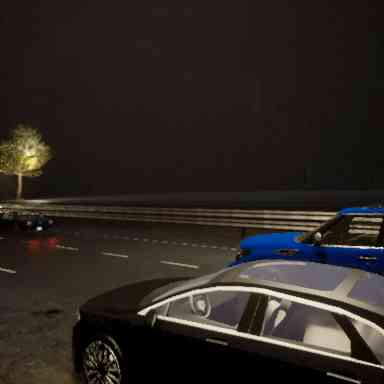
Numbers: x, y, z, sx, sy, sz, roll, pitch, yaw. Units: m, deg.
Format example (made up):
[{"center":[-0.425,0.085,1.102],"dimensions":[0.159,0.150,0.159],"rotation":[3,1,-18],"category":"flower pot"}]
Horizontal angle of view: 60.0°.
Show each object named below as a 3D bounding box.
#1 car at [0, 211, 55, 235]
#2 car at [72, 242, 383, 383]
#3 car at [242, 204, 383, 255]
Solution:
[{"center":[-10.364,1.781,19.948],"dimensions":[4.718,1.301,1.895],"rotation":[-1,0,35],"category":"car"},{"center":[0.747,1.504,3.457],"dimensions":[4.902,1.511,2.128],"rotation":[-1,0,35],"category":"car"},{"center":[3.381,1.225,5.880],"dimensions":[5.566,2.045,2.150],"rotation":[-1,-1,35],"category":"car"}]
